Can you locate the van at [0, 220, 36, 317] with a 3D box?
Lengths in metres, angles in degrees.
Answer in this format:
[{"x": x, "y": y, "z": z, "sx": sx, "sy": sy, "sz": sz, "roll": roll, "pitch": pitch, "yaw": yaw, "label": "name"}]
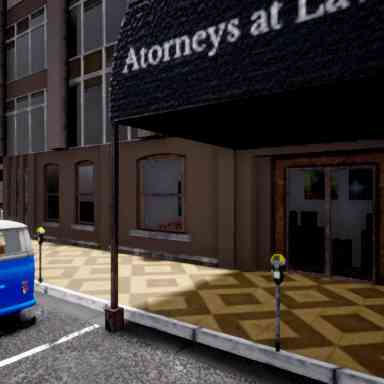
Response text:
[{"x": -4.573, "y": 1.341, "z": 6.122, "sx": 3.998, "sy": 1.788, "sz": 1.690, "roll": 0, "pitch": 0, "yaw": 35, "label": "van"}]
